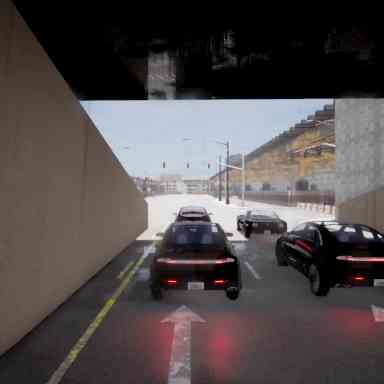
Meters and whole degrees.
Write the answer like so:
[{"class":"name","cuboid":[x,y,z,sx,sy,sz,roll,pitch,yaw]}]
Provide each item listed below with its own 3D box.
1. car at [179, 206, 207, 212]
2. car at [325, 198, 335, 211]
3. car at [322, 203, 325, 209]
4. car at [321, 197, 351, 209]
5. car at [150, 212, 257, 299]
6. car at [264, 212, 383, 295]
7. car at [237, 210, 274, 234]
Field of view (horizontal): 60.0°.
[{"class":"car","cuboid":[0.049,1.505,17.587,1.837,1.490,4.892,0,0,0]},{"class":"car","cuboid":[17.332,1.453,35.542,2.038,1.542,4.974,0,0,-35]},{"class":"car","cuboid":[17.424,1.452,40.149,2.038,1.542,4.974,0,0,45]},{"class":"car","cuboid":[17.460,1.295,40.186,1.853,1.218,4.536,0,0,45]},{"class":"car","cuboid":[0.067,1.492,8.467,2.128,1.511,4.902,0,0,0]},{"class":"car","cuboid":[3.567,1.491,8.680,2.128,1.511,4.902,0,0,0]},{"class":"car","cuboid":[3.549,1.601,17.833,1.895,1.301,4.718,0,0,0]}]
